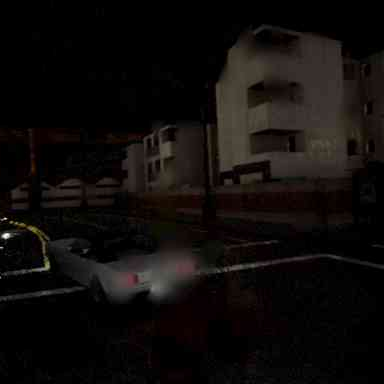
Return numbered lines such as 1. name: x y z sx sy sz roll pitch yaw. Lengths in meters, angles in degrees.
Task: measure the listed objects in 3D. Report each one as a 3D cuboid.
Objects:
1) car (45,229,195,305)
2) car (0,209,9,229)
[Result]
1. car: -2.120 1.630 8.402 1.895 1.301 4.718 -4 3 -40
2. car: -13.483 1.681 21.973 1.812 1.442 4.674 -3 1 -39
